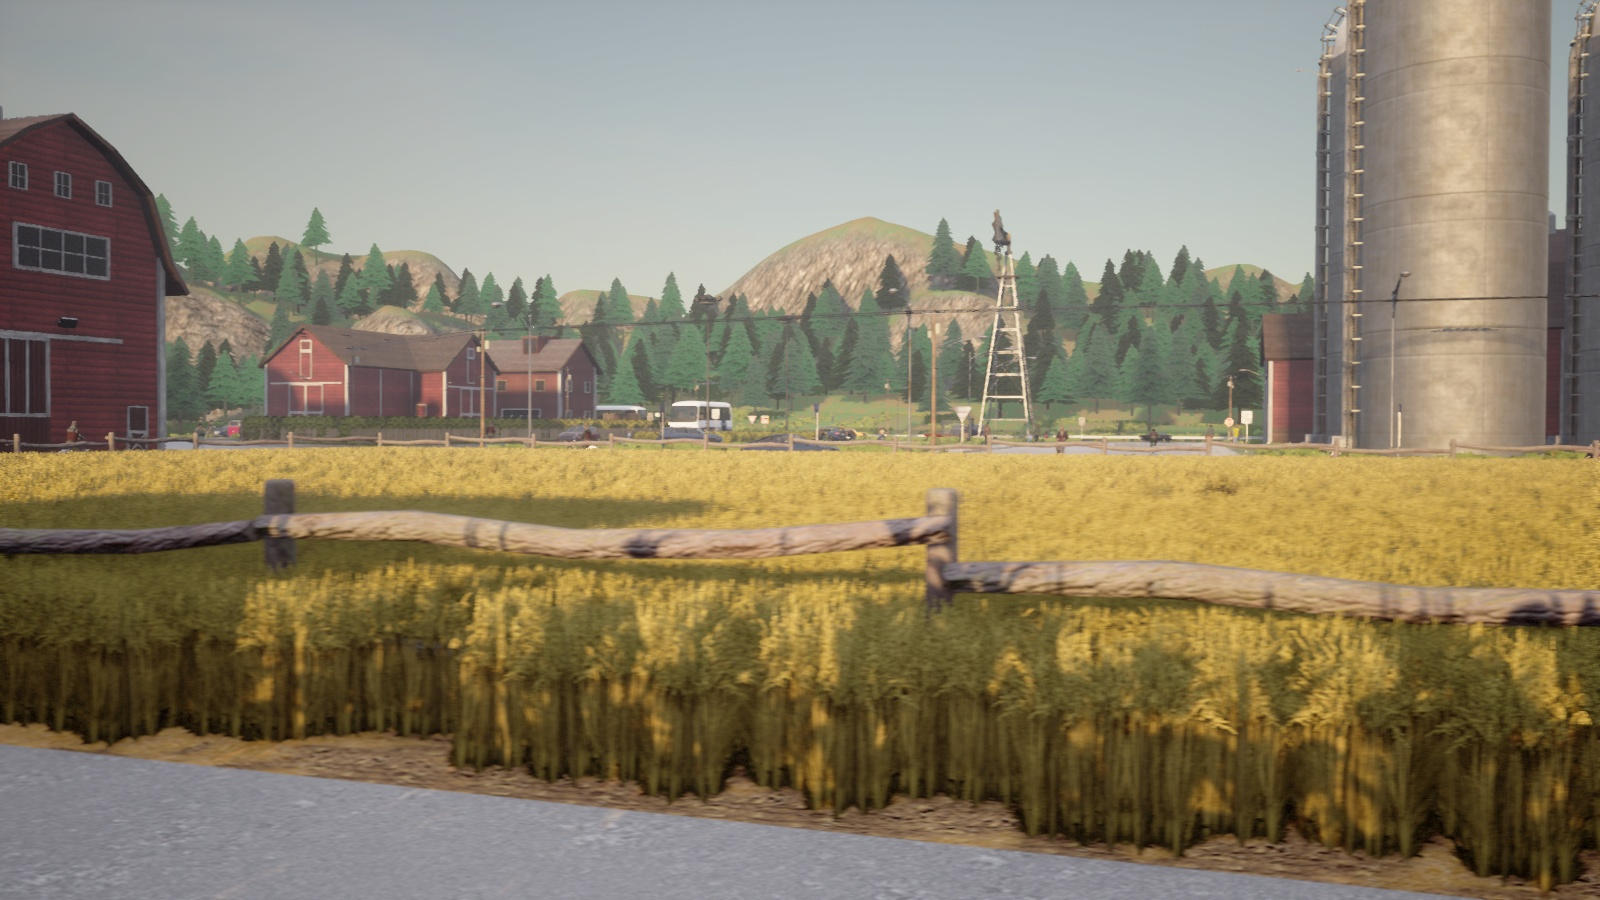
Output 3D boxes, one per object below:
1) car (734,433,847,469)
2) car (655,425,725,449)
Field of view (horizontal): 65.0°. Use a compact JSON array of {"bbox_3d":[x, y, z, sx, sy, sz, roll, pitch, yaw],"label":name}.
[{"bbox_3d":[-0.388,0.019,51.324,4.181,1.385,1.994,1,1,18],"label":"car"},{"bbox_3d":[-7.929,-0.942,90.961,4.856,1.649,2.033,1,1,-1],"label":"car"}]
